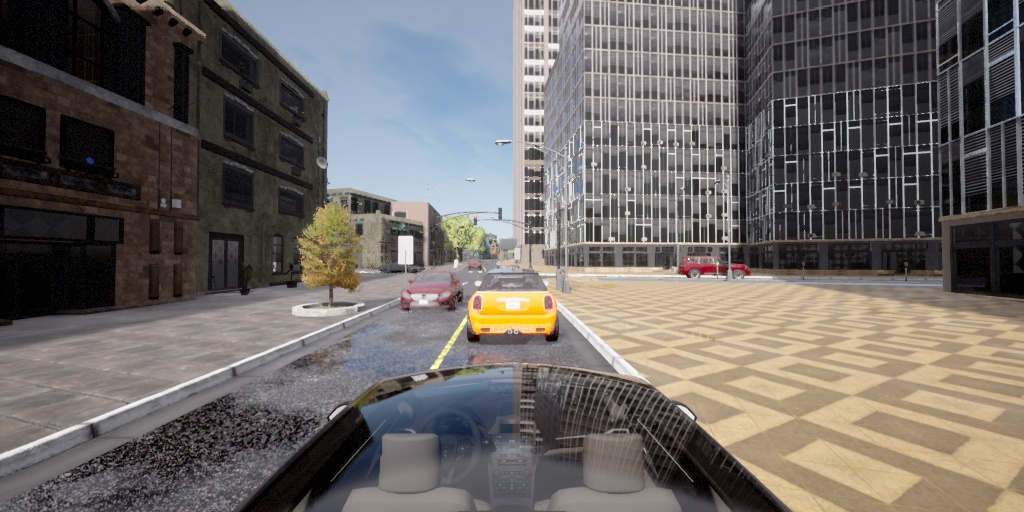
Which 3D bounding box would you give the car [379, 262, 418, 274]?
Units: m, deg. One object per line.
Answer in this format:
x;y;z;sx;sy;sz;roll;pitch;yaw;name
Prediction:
-12.115;1.313;39.941;5.357;1.411;2.033;0;-1;19;car

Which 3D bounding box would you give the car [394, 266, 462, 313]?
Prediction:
-3.000;1.278;14.258;1.812;1.442;4.674;0;0;-2;car

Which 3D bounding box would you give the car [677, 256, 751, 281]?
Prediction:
15.744;0.938;28.235;5.009;1.841;2.192;0;0;18;car

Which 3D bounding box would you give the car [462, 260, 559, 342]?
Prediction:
0.004;1.105;9.980;2.097;1.767;4.553;0;0;0;car

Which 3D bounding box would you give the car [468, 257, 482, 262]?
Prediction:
-5.479;1.240;53.338;1.882;1.535;5.008;0;0;-6;car
